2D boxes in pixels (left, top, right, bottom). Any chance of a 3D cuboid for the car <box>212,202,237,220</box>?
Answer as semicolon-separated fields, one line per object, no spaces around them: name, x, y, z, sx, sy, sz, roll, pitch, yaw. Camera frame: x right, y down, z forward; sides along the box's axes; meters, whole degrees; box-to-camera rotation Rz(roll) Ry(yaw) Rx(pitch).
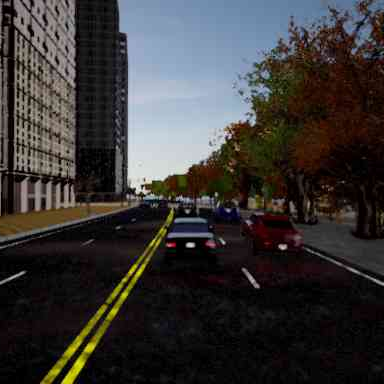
car;2.849;1.614;28.590;2.097;1.767;4.553;-1;-2;-1

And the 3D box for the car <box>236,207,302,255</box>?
car;3.206;1.556;13.948;1.812;1.442;4.674;3;5;0

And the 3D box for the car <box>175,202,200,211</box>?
car;-0.387;1.646;28.496;2.097;1.767;4.553;0;-1;-1

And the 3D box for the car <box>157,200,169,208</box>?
car;-5.131;2.120;59.039;1.837;1.490;4.892;0;0;-3

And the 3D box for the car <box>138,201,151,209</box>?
car;-8.359;2.212;58.657;1.895;1.301;4.718;0;-1;-3

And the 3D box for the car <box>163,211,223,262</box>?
car;-0.061;1.678;12.564;2.033;1.411;5.357;0;-1;0
